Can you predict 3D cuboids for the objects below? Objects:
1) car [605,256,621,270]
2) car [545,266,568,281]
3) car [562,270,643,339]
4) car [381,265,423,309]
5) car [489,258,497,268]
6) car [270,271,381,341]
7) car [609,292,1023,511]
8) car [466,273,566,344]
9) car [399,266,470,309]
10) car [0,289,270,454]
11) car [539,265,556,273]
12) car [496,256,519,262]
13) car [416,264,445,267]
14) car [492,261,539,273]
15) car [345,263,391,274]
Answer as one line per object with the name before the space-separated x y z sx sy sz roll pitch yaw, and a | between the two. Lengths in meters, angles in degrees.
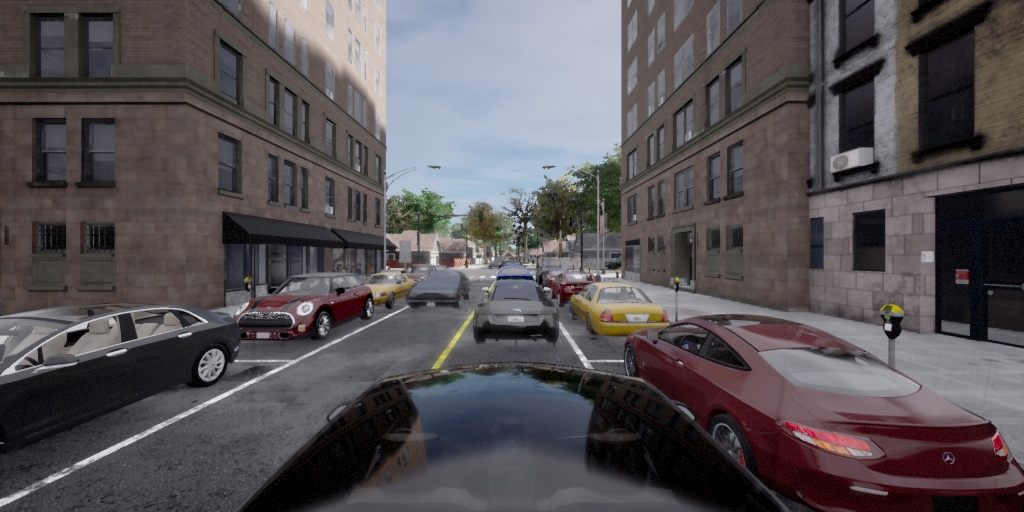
car | 15.610 0.895 49.213 5.566 2.045 2.150 0 0 0
car | 2.671 1.300 15.237 1.888 1.381 4.507 0 0 0
car | 2.657 1.278 9.889 1.751 1.417 4.829 0 0 0
car | -5.354 1.280 15.086 1.751 1.417 4.829 0 0 0
car | -2.927 1.402 60.864 1.895 1.301 4.718 0 0 0
car | -5.369 1.192 9.738 1.967 1.591 4.097 0 0 0
car | 2.641 1.332 4.201 1.802 1.307 4.207 0 0 0
car | 0.111 1.316 9.666 1.994 1.385 4.181 0 0 1
car | -2.814 1.302 15.136 2.033 1.411 5.357 0 0 0
car | -5.384 1.301 4.219 2.007 1.370 4.403 0 0 0
car | 2.687 1.340 20.755 1.802 1.307 4.207 0 0 0
car | 0.073 1.114 28.405 2.097 1.767 4.553 0 0 0
car | -5.338 1.198 20.775 1.967 1.591 4.097 0 0 0
car | 0.123 1.235 18.800 1.882 1.535 5.008 0 0 -1
car | -17.088 1.467 42.616 4.718 1.301 1.895 0 0 -2
